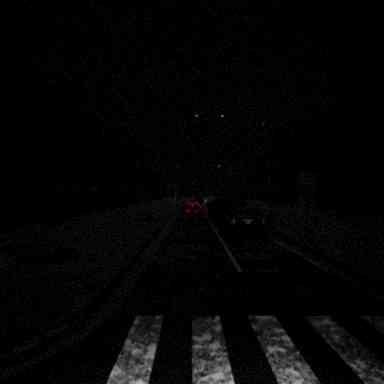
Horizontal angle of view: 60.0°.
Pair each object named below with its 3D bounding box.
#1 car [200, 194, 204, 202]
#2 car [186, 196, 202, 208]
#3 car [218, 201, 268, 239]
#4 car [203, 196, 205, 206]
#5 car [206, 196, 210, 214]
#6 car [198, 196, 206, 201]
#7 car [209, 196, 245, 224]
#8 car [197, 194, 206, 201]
[{"bbox_3d":[2.962,1.427,55.486,2.097,1.767,4.553,0,0,0],"label":"car"},{"bbox_3d":[0.085,1.647,47.772,1.895,1.301,4.718,0,0,0],"label":"car"},{"bbox_3d":[2.623,1.448,17.315,1.967,1.590,4.097,0,0,0],"label":"car"},{"bbox_3d":[3.002,1.512,48.705,1.801,1.575,5.366,0,0,0],"label":"car"},{"bbox_3d":[2.616,1.334,28.120,2.192,1.841,5.009,0,0,0],"label":"car"},{"bbox_3d":[2.586,1.740,87.545,1.947,1.339,4.313,-1,0,0],"label":"car"},{"bbox_3d":[2.619,1.328,22.717,2.192,1.841,5.009,0,0,0],"label":"car"},{"bbox_3d":[2.580,1.511,92.949,2.192,1.841,5.009,-1,0,0],"label":"car"}]
